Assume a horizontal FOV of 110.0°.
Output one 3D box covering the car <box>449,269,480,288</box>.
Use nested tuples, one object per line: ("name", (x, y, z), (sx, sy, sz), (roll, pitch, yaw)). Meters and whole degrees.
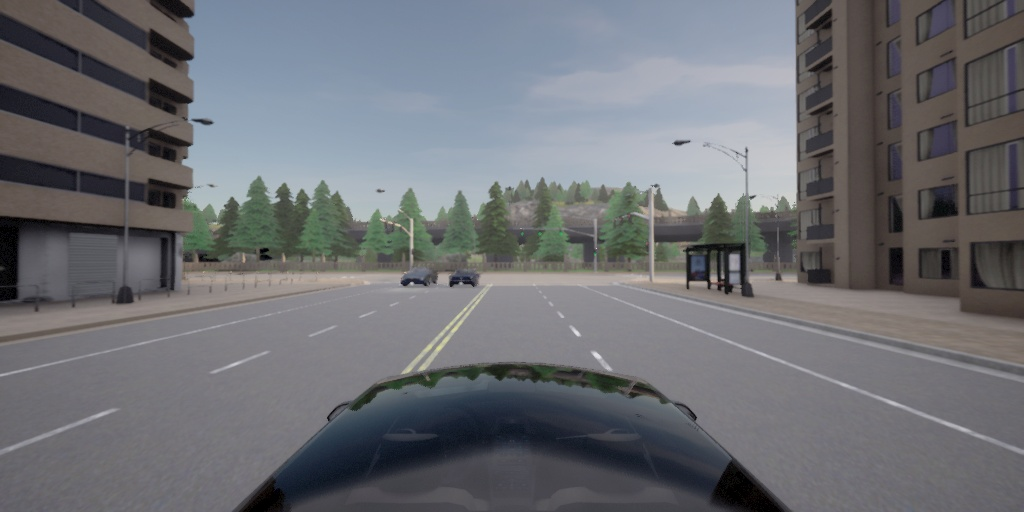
("car", (-3.515, 1.622, 27.044), (1.895, 1.301, 4.718), (0, -1, 0))

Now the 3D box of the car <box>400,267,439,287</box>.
("car", (-7.008, 1.577, 27.779), (2.033, 1.411, 5.357), (0, -1, 0))
